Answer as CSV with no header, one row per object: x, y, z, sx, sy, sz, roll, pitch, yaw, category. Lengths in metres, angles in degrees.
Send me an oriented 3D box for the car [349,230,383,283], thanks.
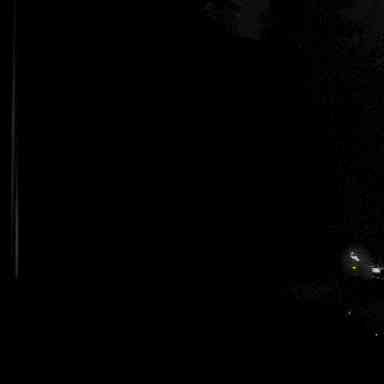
6.193,1.579,9.024,4.892,1.490,1.837,1,-1,-35,car
